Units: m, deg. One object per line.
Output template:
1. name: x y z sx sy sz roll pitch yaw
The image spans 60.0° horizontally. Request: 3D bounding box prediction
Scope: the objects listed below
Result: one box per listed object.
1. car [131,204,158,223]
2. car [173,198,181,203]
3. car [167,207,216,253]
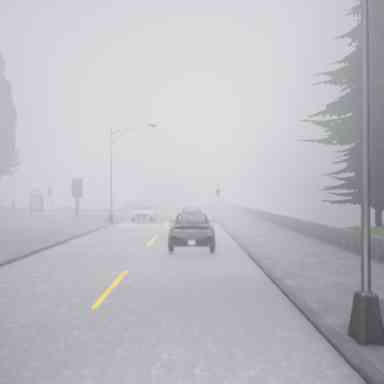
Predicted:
1. car: -4.019 1.796 28.652 1.812 1.442 4.674 0 -1 0
2. car: -4.048 2.341 90.367 1.994 1.385 4.181 0 -1 0
3. car: -0.002 1.628 14.302 2.128 1.511 4.902 0 0 0
